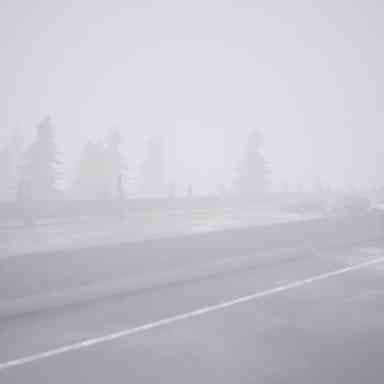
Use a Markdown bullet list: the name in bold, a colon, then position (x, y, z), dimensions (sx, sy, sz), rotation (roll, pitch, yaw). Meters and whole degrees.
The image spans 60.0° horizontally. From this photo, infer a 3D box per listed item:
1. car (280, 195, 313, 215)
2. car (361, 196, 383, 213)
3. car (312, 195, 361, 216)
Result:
- **car**: position (9.469, 1.004, 27.934), dimensions (5.008, 1.535, 1.882), rotation (-2, 1, -35)
- **car**: position (13.576, 1.052, 22.267), dimensions (4.674, 1.442, 1.812), rotation (-2, 1, -35)
- **car**: position (11.727, 1.012, 25.246), dimensions (4.902, 1.511, 2.128), rotation (-2, 1, -35)
